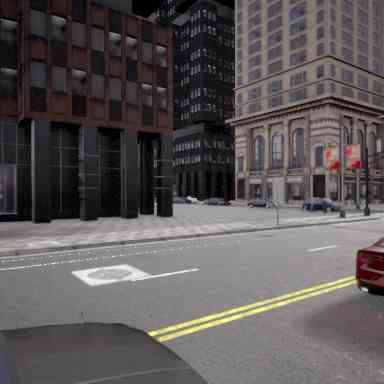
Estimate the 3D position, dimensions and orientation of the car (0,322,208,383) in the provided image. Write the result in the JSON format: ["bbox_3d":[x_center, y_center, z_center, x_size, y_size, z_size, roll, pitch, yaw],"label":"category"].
[{"bbox_3d":[-2.352,1.547,1.767,5.357,1.411,2.033,0,0,-35],"label":"car"}]

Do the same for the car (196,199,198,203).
[{"bbox_3d":[-0.708,1.579,65.587,1.812,1.442,4.674,0,0,-35],"label":"car"}]

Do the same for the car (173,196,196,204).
[{"bbox_3d":[-2.132,1.607,62.125,2.033,1.411,5.357,0,0,-35],"label":"car"}]

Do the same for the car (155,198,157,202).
[{"bbox_3d":[-6.704,1.594,73.898,2.128,1.511,4.902,0,0,-35],"label":"car"}]

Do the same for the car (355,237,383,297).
[{"bbox_3d":[5.665,1.477,7.480,5.008,1.535,1.882,0,0,-36],"label":"car"}]

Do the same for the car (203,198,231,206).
[{"bbox_3d":[3.976,1.593,53.415,2.033,1.411,5.357,0,0,-35],"label":"car"}]

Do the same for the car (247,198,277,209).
[{"bbox_3d":[9.665,1.525,45.348,2.128,1.511,4.902,0,0,-35],"label":"car"}]

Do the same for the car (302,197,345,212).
[{"bbox_3d":[14.939,1.376,37.881,2.097,1.767,4.553,0,0,-35],"label":"car"}]
